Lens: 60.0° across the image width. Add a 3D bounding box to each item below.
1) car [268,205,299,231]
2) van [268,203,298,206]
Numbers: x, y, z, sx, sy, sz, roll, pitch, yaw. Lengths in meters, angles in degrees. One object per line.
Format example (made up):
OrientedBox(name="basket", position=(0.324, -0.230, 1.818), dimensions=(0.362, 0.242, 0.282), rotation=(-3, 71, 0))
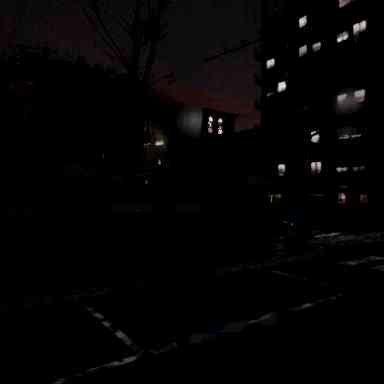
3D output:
OrientedBox(name="car", position=(5.410, 1.976, 24.501), dimensions=(1.837, 1.490, 4.892), rotation=(1, -1, -35))
OrientedBox(name="van", position=(7.967, 1.915, 30.784), dimensions=(1.690, 1.788, 3.998), rotation=(-1, -1, -36))
